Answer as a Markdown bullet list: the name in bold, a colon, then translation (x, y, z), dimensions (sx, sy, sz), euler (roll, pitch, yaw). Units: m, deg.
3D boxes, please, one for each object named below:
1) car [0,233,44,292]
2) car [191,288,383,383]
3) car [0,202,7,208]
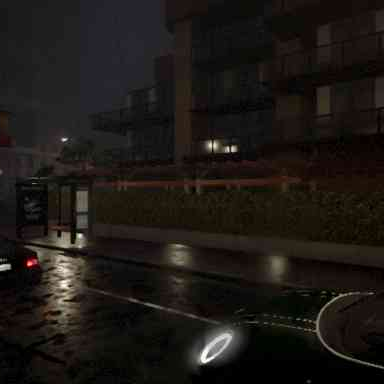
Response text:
- **car**: translation (-5.768, 1.547, 8.061), dimensions (5.357, 1.411, 2.033), euler (0, 0, 36)
- **car**: translation (2.189, 1.352, 2.444), dimensions (4.553, 1.767, 2.097), euler (0, 0, 35)
- **car**: translation (-25.963, 1.547, 41.091), dimensions (2.033, 1.411, 5.357), euler (0, 0, 35)
